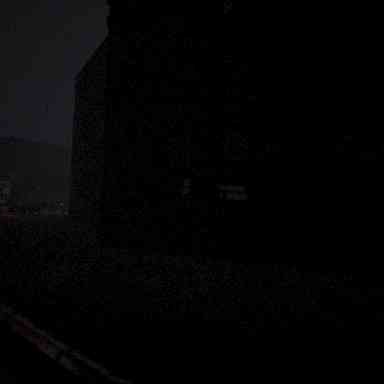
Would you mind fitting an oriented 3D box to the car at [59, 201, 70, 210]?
[{"bbox_3d":[-18.625,2.136,51.764,2.128,1.511,4.902,4,-1,11],"label":"car"}]

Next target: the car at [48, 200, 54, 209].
[{"bbox_3d":[-22.488,1.847,49.776,1.812,1.442,4.674,4,-1,9],"label":"car"}]

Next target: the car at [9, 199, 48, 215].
[{"bbox_3d":[-19.803,1.839,39.855,1.882,1.535,5.008,4,-1,3],"label":"car"}]
